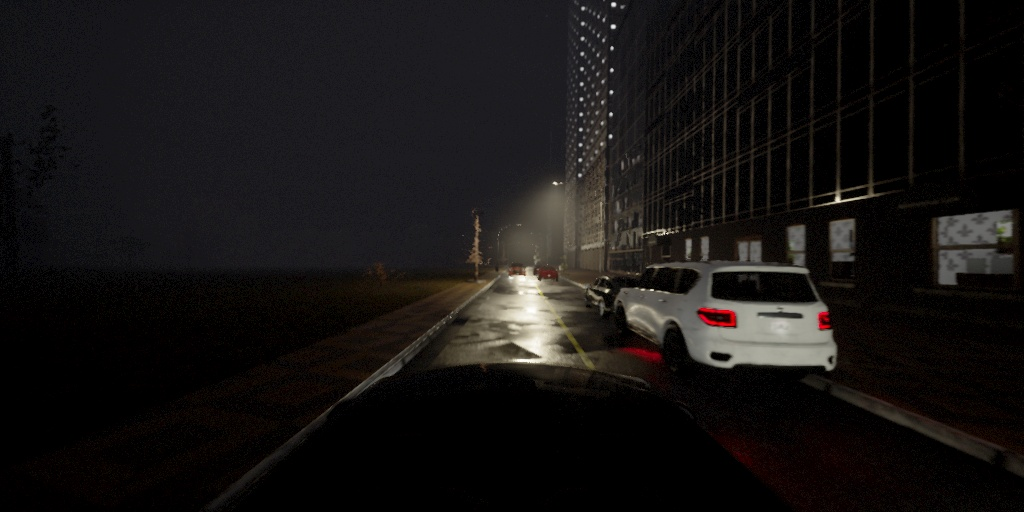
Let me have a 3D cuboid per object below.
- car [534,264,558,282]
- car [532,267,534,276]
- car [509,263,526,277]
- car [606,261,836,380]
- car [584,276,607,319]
[{"bbox_3d":[3.551,1.717,36.149,1.882,1.535,5.008,1,-1,2],"label":"car"},{"bbox_3d":[3.727,1.854,47.227,1.882,1.535,5.008,1,0,1],"label":"car"},{"bbox_3d":[0.672,1.627,44.272,2.097,1.767,4.553,1,-1,1],"label":"car"},{"bbox_3d":[3.931,1.133,7.869,2.150,2.045,5.566,1,-1,1],"label":"car"},{"bbox_3d":[4.030,1.488,13.833,1.837,1.490,4.892,1,-1,1],"label":"car"}]
